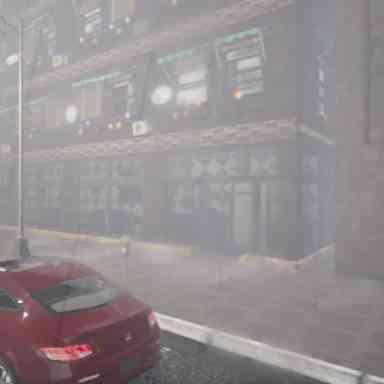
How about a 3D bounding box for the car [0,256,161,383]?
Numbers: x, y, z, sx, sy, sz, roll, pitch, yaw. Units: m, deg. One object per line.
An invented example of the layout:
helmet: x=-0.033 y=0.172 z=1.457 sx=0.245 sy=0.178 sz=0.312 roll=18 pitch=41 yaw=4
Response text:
car: x=-2.296 y=1.554 z=4.515 sx=4.206 sy=1.307 sz=1.802 roll=0 pitch=0 yaw=35
